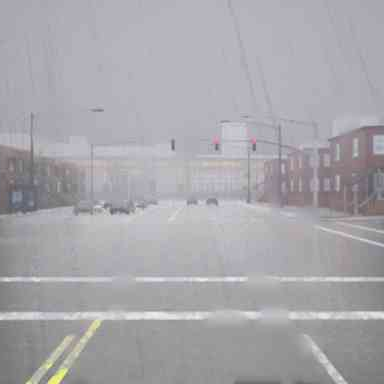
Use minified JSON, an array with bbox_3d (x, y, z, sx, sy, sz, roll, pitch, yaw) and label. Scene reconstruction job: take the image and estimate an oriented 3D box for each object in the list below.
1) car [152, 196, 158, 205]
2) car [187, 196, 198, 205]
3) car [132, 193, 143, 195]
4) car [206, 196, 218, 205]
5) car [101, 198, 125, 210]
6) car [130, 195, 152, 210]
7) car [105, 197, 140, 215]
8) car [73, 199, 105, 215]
[{"bbox_3d":[-7.042,1.521,57.706,1.837,1.490,4.892,0,0,0],"label":"car"},{"bbox_3d":[0.016,1.506,58.843,2.128,1.511,4.902,0,0,0],"label":"car"},{"bbox_3d":[-10.487,1.231,63.651,2.150,2.045,5.566,0,0,0],"label":"car"},{"bbox_3d":[3.516,1.519,58.847,1.837,1.490,4.892,0,0,0],"label":"car"},{"bbox_3d":[-10.579,1.557,44.952,2.033,1.411,5.357,0,0,0],"label":"car"},{"bbox_3d":[-7.071,1.502,44.440,2.128,1.511,4.902,0,0,0],"label":"car"},{"bbox_3d":[-7.083,1.556,34.459,2.033,1.411,5.357,0,0,0],"label":"car"},{"bbox_3d":[-10.579,1.513,34.121,1.837,1.490,4.892,0,0,0],"label":"car"}]
